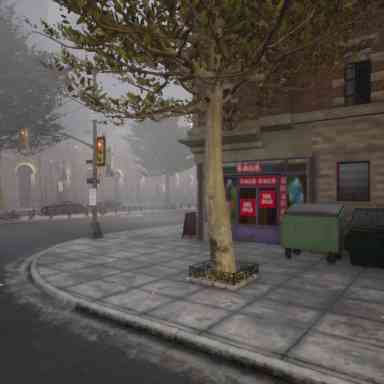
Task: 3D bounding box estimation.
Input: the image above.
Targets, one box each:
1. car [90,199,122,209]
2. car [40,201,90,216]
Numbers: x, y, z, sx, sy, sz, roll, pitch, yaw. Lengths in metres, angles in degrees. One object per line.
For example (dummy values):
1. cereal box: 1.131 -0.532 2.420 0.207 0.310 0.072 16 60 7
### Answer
1. car: -11.936 1.595 45.164 1.895 1.301 4.718 0 0 36
2. car: -12.697 1.564 32.877 1.994 1.385 4.181 0 0 36
